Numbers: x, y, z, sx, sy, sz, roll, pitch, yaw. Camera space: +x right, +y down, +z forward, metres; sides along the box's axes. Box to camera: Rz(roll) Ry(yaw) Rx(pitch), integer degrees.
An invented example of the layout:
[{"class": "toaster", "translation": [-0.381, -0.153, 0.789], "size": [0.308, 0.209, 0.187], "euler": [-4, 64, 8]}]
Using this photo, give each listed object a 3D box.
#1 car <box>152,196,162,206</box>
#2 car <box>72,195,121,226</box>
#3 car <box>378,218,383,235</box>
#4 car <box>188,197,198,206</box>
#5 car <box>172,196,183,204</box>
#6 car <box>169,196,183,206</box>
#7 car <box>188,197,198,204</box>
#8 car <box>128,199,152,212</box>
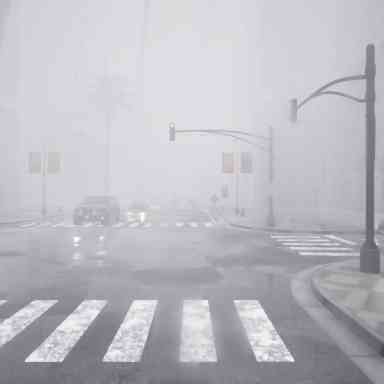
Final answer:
[{"class": "car", "translation": [-6.401, 1.681, 59.742], "size": [2.128, 1.511, 4.902], "euler": [0, -1, 1]}, {"class": "car", "translation": [-6.546, 1.225, 23.493], "size": [2.150, 2.045, 5.566], "euler": [0, 0, 0]}, {"class": "car", "translation": [11.613, 1.415, 16.127], "size": [4.553, 1.767, 2.097], "euler": [0, 0, 1]}, {"class": "car", "translation": [0.198, 1.791, 59.822], "size": [1.895, 1.301, 4.718], "euler": [0, 0, 1]}, {"class": "car", "translation": [-3.016, 1.641, 70.631], "size": [2.097, 1.767, 4.553], "euler": [0, -1, 0]}, {"class": "car", "translation": [-2.996, 1.727, 58.613], "size": [2.033, 1.411, 5.357], "euler": [0, 0, -1]}, {"class": "car", "translation": [0.172, 1.705, 69.827], "size": [2.033, 1.411, 5.357], "euler": [0, -1, 0]}, {"class": "car", "translation": [-6.498, 1.662, 40.680], "size": [1.895, 1.301, 4.718], "euler": [0, 0, 0]}]
